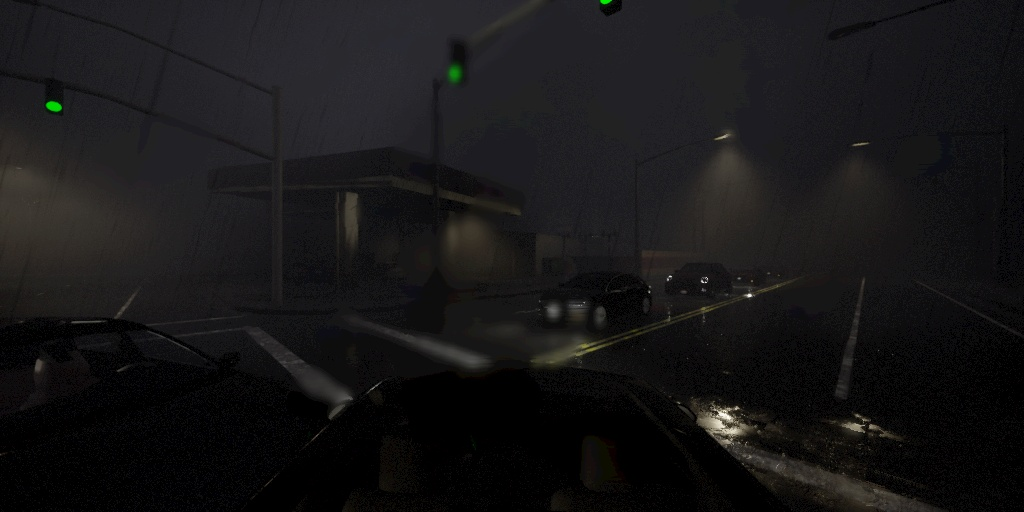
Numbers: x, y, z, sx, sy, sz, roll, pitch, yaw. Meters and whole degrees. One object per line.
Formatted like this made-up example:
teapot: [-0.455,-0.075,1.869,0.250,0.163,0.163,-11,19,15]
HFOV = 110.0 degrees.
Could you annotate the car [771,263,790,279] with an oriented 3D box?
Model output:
car: [23.622,1.321,32.428,4.181,1.385,1.994,0,0,-45]

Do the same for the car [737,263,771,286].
car: [16.523,1.319,25.339,1.994,1.385,4.181,0,0,44]

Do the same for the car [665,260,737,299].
car: [9.630,1.106,18.395,2.097,1.767,4.553,0,0,45]

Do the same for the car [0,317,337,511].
car: [-3.432,1.241,2.467,4.902,1.511,2.128,0,0,15]

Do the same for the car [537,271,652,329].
car: [2.825,1.257,11.516,1.837,1.490,4.892,0,0,44]
